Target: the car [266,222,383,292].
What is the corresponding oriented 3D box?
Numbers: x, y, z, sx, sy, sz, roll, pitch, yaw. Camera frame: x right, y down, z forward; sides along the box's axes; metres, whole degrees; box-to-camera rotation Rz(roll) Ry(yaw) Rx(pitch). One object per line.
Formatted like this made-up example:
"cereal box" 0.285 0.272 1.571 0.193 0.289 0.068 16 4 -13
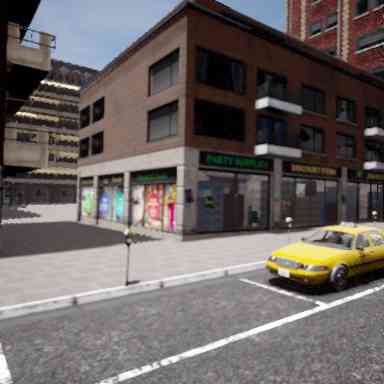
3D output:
"car" 4.062 1.518 8.969 4.829 1.417 1.752 0 2 -35
